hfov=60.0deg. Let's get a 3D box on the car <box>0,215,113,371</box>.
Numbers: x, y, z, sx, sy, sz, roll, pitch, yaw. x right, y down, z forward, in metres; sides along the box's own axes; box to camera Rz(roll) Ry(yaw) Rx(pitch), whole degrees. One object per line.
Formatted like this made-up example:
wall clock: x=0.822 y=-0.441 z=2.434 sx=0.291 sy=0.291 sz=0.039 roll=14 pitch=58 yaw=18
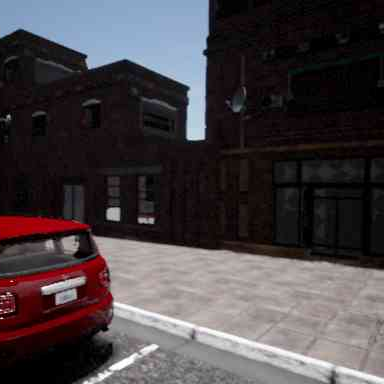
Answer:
car: x=-3.422 y=1.305 z=5.297 sx=5.009 sy=1.841 sz=2.192 roll=0 pitch=1 yaw=36
